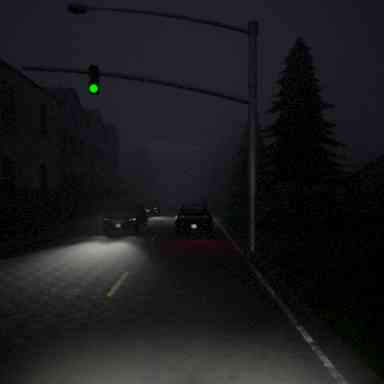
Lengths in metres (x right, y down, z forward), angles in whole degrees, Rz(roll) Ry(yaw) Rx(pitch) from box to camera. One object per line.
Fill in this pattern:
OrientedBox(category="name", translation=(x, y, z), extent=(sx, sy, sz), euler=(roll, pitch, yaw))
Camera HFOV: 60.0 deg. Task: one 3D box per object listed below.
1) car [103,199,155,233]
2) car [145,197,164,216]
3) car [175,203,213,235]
OrientedBox(category="car", translation=(-3.595, 1.351, 18.678), extent=(2.128, 1.511, 4.902), euler=(0, 0, 0))
OrientedBox(category="car", translation=(-3.589, 1.281, 29.874), extent=(1.837, 1.490, 4.892), euler=(0, 0, 0))
OrientedBox(category="car", translation=(0.098, 1.357, 17.866), extent=(2.128, 1.511, 4.902), euler=(0, 0, 0))
